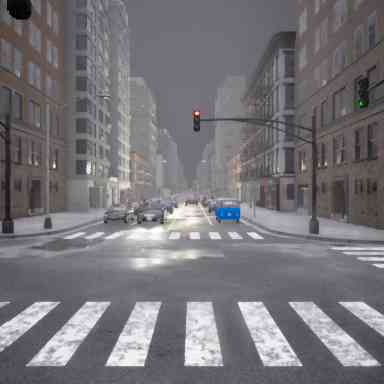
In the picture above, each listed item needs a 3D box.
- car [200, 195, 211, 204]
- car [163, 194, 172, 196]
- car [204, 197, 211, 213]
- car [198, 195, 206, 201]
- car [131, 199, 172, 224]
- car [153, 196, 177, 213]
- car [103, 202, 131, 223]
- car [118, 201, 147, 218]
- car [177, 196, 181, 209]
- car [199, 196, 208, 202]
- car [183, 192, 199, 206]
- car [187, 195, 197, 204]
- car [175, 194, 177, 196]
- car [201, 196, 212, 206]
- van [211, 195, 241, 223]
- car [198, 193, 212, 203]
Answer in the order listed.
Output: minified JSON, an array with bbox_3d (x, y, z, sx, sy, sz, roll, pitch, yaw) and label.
[{"bbox_3d":[2.583,1.422,64.785,1.967,1.590,4.097,0,0,0],"label":"car"},{"bbox_3d":[-5.442,1.547,64.773,1.947,1.339,4.313,0,0,0],"label":"car"},{"bbox_3d":[2.606,1.580,36.378,1.802,1.307,4.206,0,0,0],"label":"car"},{"bbox_3d":[2.564,1.530,87.510,1.947,1.339,4.313,0,0,0],"label":"car"},{"bbox_3d":[-2.858,1.490,24.550,2.128,1.511,4.902,0,0,-1],"label":"car"},{"bbox_3d":[-2.879,1.476,34.611,1.882,1.535,5.008,0,0,0],"label":"car"},{"bbox_3d":[-5.410,1.549,25.000,2.008,1.369,4.403,0,0,0],"label":"car"},{"bbox_3d":[-5.414,1.543,30.682,1.887,1.381,4.507,0,0,0],"label":"car"},{"bbox_3d":[-2.888,1.559,44.735,1.994,1.385,4.181,0,0,-1],"label":"car"},{"bbox_3d":[2.574,1.524,76.147,2.008,1.369,4.403,0,0,0],"label":"car"},{"bbox_3d":[-0.047,1.341,55.113,2.097,1.767,4.553,0,0,0],"label":"car"},{"bbox_3d":[-0.055,1.459,65.145,1.882,1.535,5.008,0,0,0],"label":"car"},{"bbox_3d":[-5.456,1.409,81.819,1.967,1.590,4.097,0,0,0],"label":"car"},{"bbox_3d":[2.597,1.576,47.741,1.802,1.307,4.206,0,0,0],"label":"car"},{"bbox_3d":[2.615,1.340,25.016,1.690,1.788,3.998,0,0,0],"label":"van"},{"bbox_3d":[2.593,1.305,53.422,2.192,1.841,5.009,0,0,0],"label":"car"}]
